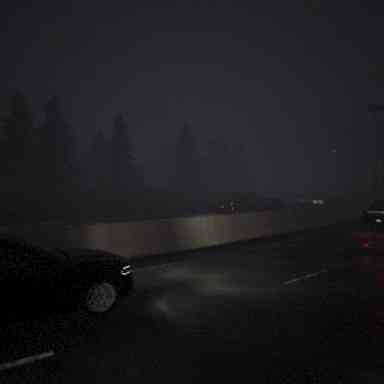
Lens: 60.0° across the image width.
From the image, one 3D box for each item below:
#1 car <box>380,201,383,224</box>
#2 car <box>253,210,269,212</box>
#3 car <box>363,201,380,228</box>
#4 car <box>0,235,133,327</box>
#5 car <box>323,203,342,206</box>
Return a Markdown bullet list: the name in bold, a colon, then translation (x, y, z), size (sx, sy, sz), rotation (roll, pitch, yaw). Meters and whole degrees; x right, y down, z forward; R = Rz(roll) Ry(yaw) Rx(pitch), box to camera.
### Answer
- **car**: translation (8.236, 1.204, 11.021), size (4.553, 1.767, 2.097), rotation (-1, 0, -43)
- **car**: translation (6.808, 1.229, 30.199), size (1.882, 1.535, 5.008), rotation (0, 1, 39)
- **car**: translation (11.437, 1.262, 19.228), size (2.128, 1.511, 4.902), rotation (0, 0, 43)
- **car**: translation (-3.463, 1.480, 5.721), size (5.008, 1.535, 1.882), rotation (-1, 1, -36)
- **car**: translation (15.847, 1.169, 36.629), size (2.033, 1.411, 5.357), rotation (0, 0, 33)
